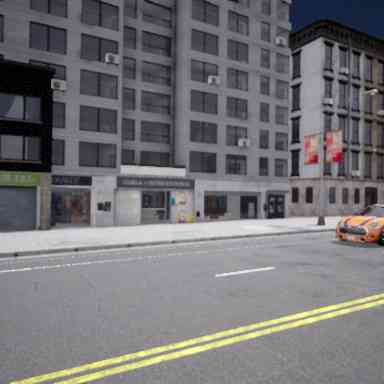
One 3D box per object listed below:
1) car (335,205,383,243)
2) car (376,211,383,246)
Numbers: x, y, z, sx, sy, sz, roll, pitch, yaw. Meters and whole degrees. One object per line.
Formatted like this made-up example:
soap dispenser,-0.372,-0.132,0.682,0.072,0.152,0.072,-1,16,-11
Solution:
car,8.726,1.369,15.193,4.553,1.767,2.097,0,0,-28
car,9.111,1.504,11.707,4.902,1.511,2.128,0,0,-28
